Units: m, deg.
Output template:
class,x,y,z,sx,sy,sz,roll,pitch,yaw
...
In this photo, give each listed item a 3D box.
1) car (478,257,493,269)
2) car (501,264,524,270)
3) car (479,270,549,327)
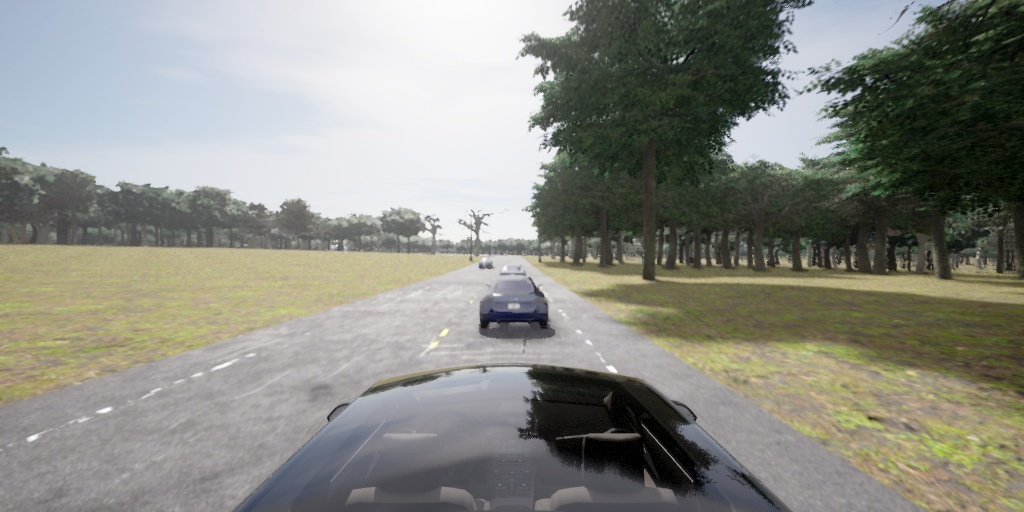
class,x,y,z,sx,sy,sz,roll,pitch,yaw
car,-3.576,0.959,49.522,2.128,1.511,4.902,0,1,0
car,0.049,1.239,24.025,2.033,1.411,5.357,0,0,1
car,0.065,1.301,11.476,1.994,1.385,4.181,0,0,0
